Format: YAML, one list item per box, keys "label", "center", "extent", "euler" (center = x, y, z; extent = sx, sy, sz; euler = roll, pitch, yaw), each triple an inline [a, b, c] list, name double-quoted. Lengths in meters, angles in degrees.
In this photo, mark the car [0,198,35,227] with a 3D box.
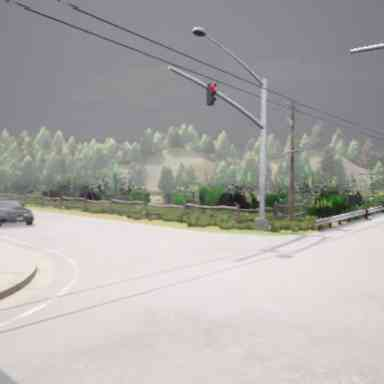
- label: "car"
  center: [-10.617, 1.086, 18.727]
  extent: [4.674, 1.442, 1.812]
  euler: [1, 1, 41]
